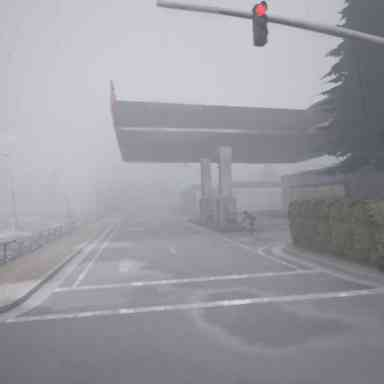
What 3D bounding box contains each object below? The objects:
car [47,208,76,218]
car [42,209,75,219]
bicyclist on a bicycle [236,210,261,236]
[{"bbox_3d":[-22.956,3.735,58.713,4.514,1.523,2.007,-2,-1,-10],"label":"car"},{"bbox_3d":[-22.374,3.630,55.632,5.027,1.636,2.152,-2,-1,-10],"label":"car"},{"bbox_3d":[3.556,1.966,21.053,1.656,1.620,0.582,-2,-1,-9],"label":"bicyclist on a bicycle"}]
